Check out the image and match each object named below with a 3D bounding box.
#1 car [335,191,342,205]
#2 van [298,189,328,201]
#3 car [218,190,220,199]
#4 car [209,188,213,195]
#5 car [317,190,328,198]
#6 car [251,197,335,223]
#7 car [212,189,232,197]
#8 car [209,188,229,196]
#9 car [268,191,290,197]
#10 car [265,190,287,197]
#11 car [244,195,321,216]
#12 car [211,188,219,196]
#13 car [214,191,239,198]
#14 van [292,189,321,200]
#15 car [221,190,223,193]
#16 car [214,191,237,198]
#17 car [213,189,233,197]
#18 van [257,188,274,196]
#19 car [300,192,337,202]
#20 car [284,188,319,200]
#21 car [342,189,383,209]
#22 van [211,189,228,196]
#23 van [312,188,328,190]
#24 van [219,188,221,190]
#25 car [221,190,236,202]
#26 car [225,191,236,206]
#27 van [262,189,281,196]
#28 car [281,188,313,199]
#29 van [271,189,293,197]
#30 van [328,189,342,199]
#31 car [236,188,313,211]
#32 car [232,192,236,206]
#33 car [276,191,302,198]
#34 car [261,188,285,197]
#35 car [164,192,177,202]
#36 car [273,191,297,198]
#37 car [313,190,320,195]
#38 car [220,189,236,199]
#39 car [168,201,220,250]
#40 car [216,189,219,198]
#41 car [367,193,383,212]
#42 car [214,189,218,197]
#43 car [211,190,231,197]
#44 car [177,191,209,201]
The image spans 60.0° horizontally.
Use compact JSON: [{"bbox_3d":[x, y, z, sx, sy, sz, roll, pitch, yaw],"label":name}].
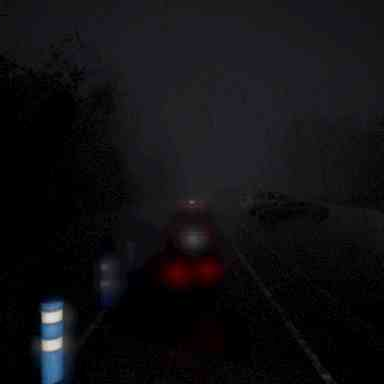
[{"bbox_3d":[19.996,0.964,39.257,4.792,1.488,2.163,0,1,0],"label":"car"},{"bbox_3d":[20.282,0.450,55.862,4.442,1.987,1.878,0,1,0],"label":"van"},{"bbox_3d":[7.092,0.744,53.273,4.792,1.488,2.163,0,1,0],"label":"car"},{"bbox_3d":[7.067,0.447,75.482,5.366,1.575,1.946,0,1,0],"label":"car"},{"bbox_3d":[20.101,0.856,44.920,4.792,1.488,2.163,0,1,1],"label":"car"},{"bbox_3d":[6.774,1.312,22.753,4.792,1.488,2.163,0,1,0],"label":"car"},{"bbox_3d":[7.268,0.258,81.031,4.553,1.767,2.185,0,1,0],"label":"car"},{"bbox_3d":[7.422,0.000,92.133,5.566,2.045,2.435,0,1,0],"label":"car"},{"bbox_3d":[20.352,0.453,78.025,4.674,1.452,2.002,0,1,0],"label":"car"},{"bbox_3d":[20.372,0.379,80.795,5.008,1.535,2.097,0,1,0],"label":"car"},{"bbox_3d":[6.832,1.226,25.528,5.008,1.535,2.097,0,1,0],"label":"car"},{"bbox_3d":[6.996,0.546,67.155,5.366,1.575,1.946,0,1,0],"label":"car"},{"bbox_3d":[7.211,0.517,69.929,4.892,1.521,2.231,0,1,0],"label":"car"},{"bbox_3d":[20.072,0.417,58.634,4.442,1.987,1.878,0,1,0],"label":"van"},{"bbox_3d":[7.010,0.790,47.721,4.892,1.521,2.231,0,1,0],"label":"car"},{"bbox_3d":[7.222,0.484,72.705,4.892,1.521,2.231,0,1,0],"label":"car"},{"bbox_3d":[7.244,0.291,78.255,4.553,1.767,2.185,0,1,0],"label":"car"},{"bbox_3d":[20.356,0.020,92.006,4.442,1.987,1.878,0,0,0],"label":"van"},{"bbox_3d":[20.147,0.709,53.096,5.008,1.535,2.097,0,1,0],"label":"car"},{"bbox_3d":[20.184,0.359,61.402,5.566,2.045,2.435,0,1,0],"label":"car"},{"bbox_3d":[20.029,0.741,36.482,5.566,2.045,2.435,0,1,0],"label":"car"},{"bbox_3d":[7.253,0.059,89.358,4.442,1.987,1.878,0,1,0],"label":"van"},{"bbox_3d":[20.010,0.519,50.308,4.442,1.987,1.878,0,1,0],"label":"van"},{"bbox_3d":[7.203,0.455,56.046,4.442,1.987,1.878,0,1,0],"label":"van"},{"bbox_3d":[6.784,0.880,42.303,5.366,1.575,1.946,0,1,0],"label":"car"},{"bbox_3d":[6.736,0.994,36.631,5.366,1.575,1.946,0,1,0],"label":"car"},{"bbox_3d":[20.542,0.086,86.456,4.442,1.987,1.878,0,1,0],"label":"van"},{"bbox_3d":[20.208,0.326,64.172,5.566,2.045,2.435,0,1,0],"label":"car"},{"bbox_3d":[20.448,0.218,75.377,4.442,1.987,1.878,0,1,0],"label":"van"},{"bbox_3d":[20.165,0.652,42.144,4.442,1.987,1.878,0,1,0],"label":"van"},{"bbox_3d":[6.879,0.917,28.298,5.566,2.045,2.435,0,1,0],"label":"car"},{"bbox_3d":[6.904,1.055,33.855,4.892,1.521,2.231,0,1,0],"label":"car"},{"bbox_3d":[20.278,0.511,69.715,5.008,1.535,2.097,0,1,0],"label":"car"},{"bbox_3d":[20.374,0.094,83.687,5.566,2.045,2.435,0,1,0],"label":"car"},{"bbox_3d":[-3.249,0.731,51.897,1.882,1.535,5.008,0,1,1],"label":"car"},{"bbox_3d":[20.311,0.517,72.610,4.674,1.452,2.002,0,1,0],"label":"car"},{"bbox_3d":[20.124,0.813,47.559,4.792,1.488,2.163,0,1,0],"label":"car"},{"bbox_3d":[7.071,0.624,50.498,4.553,1.767,2.185,0,1,0],"label":"car"},{"bbox_3d":[0.069,1.330,13.498,2.128,1.511,4.902,0,1,0],"label":"car"},{"bbox_3d":[7.081,0.677,58.826,4.792,1.488,2.163,0,1,0],"label":"car"},{"bbox_3d":[19.768,1.103,30.951,5.366,1.575,1.946,0,1,0],"label":"car"},{"bbox_3d":[7.128,0.611,64.378,4.792,1.488,2.163,0,1,0],"label":"car"},{"bbox_3d":[7.317,0.351,83.809,5.008,1.535,2.097,0,1,0],"label":"car"},{"bbox_3d":[0.077,0.951,28.391,2.097,1.767,4.553,0,1,0],"label":"car"}]
